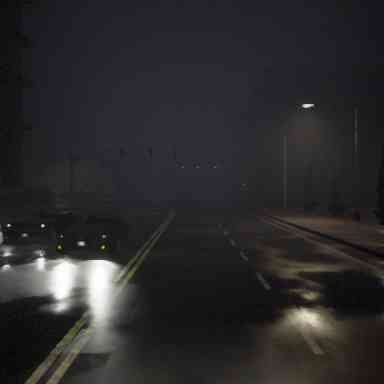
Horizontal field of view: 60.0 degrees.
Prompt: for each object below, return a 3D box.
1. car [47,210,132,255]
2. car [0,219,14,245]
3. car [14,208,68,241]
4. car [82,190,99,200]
[{"bbox_3d":[-3.582,1.473,12.787,1.994,1.385,4.181,0,0,1],"label":"car"},{"bbox_3d":[-7.096,1.164,8.302,2.150,2.045,5.566,0,0,0],"label":"car"},{"bbox_3d":[-7.004,1.488,16.163,1.895,1.301,4.718,0,0,0],"label":"car"},{"bbox_3d":[-26.733,0.781,87.382,1.970,1.475,3.806,0,0,0],"label":"car"}]
